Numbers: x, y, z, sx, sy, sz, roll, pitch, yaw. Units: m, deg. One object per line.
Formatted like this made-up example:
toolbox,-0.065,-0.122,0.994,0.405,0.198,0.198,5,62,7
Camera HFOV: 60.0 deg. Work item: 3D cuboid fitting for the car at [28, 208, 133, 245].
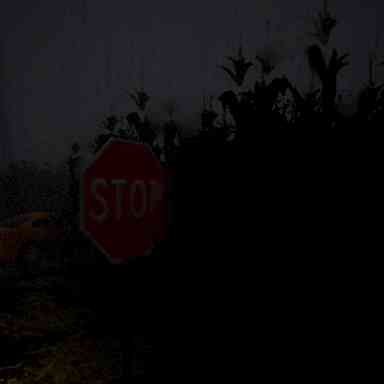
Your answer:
car,-5.311,1.580,16.475,1.895,1.301,4.718,0,0,35

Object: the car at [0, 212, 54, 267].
car,-4.918,1.440,11.521,1.882,1.535,5.008,-2,-1,27
